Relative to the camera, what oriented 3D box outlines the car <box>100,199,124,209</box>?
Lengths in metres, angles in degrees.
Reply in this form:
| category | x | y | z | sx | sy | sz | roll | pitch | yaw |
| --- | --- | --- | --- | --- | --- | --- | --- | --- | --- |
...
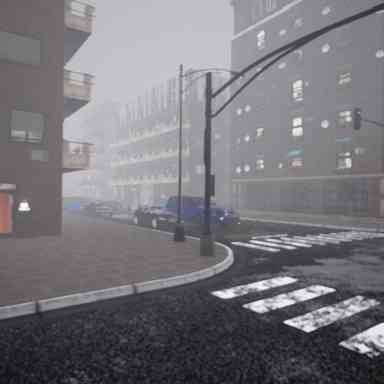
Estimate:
| category | x | y | z | sx | sy | sz | roll | pitch | yaw |
| --- | --- | --- | --- | --- | --- | --- | --- | --- | --- |
| car | -11.820 | 1.700 | 49.137 | 1.887 | 1.381 | 4.507 | 1 | -1 | -35 |

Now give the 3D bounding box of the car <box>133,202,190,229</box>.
| category | x | y | z | sx | sy | sz | roll | pitch | yaw |
| --- | --- | --- | --- | --- | --- | --- | --- | --- | --- |
| car | -2.370 | 1.549 | 21.656 | 2.008 | 1.369 | 4.403 | 1 | -1 | -35 |

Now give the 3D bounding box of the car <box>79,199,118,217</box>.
| category | x | y | z | sx | sy | sz | roll | pitch | yaw |
| --- | --- | --- | --- | --- | --- | --- | --- | --- | --- |
| car | -8.742 | 1.601 | 30.854 | 1.802 | 1.307 | 4.206 | 1 | -1 | -35 |

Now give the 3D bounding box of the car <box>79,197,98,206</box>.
| category | x | y | z | sx | sy | sz | roll | pitch | yaw |
| --- | --- | --- | --- | --- | --- | --- | --- | --- | --- |
| car | -18.189 | 1.613 | 58.336 | 1.967 | 1.590 | 4.097 | 1 | -1 | -35 |

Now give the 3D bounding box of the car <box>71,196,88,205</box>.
| category | x | y | z | sx | sy | sz | roll | pitch | yaw |
| --- | --- | --- | --- | --- | --- | --- | --- | --- | --- |
| car | -21.375 | 1.622 | 62.934 | 1.967 | 1.590 | 4.097 | 1 | -1 | -35 |

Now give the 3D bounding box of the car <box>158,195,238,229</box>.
| category | x | y | z | sx | sy | sz | roll | pitch | yaw |
| --- | --- | --- | --- | --- | --- | --- | --- | --- | --- |
| car | 0.215 | 1.252 | 22.261 | 2.150 | 2.045 | 5.566 | 1 | -1 | -35 |

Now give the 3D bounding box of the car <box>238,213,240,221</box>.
| category | x | y | z | sx | sy | sz | roll | pitch | yaw |
| --- | --- | --- | --- | --- | --- | --- | --- | --- | --- |
| car | 1.669 | 1.639 | 25.114 | 1.994 | 1.385 | 4.181 | 1 | -1 | -34 |

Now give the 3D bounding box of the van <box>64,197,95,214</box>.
| category | x | y | z | sx | sy | sz | roll | pitch | yaw |
| --- | --- | --- | --- | --- | --- | --- | --- | --- | --- |
| van | -11.925 | 1.370 | 35.454 | 1.690 | 1.788 | 3.998 | 1 | -1 | -35 |

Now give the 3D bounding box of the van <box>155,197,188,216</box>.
| category | x | y | z | sx | sy | sz | roll | pitch | yaw |
| --- | --- | --- | --- | --- | --- | --- | --- | --- | --- |
| van | -2.262 | 1.467 | 35.342 | 1.690 | 1.788 | 3.998 | 1 | -1 | -35 |

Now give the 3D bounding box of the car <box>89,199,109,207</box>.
| category | x | y | z | sx | sy | sz | roll | pitch | yaw |
| --- | --- | --- | --- | --- | --- | --- | --- | --- | --- |
| car | -15.005 | 1.746 | 53.736 | 1.802 | 1.307 | 4.206 | 1 | -1 | -35 |

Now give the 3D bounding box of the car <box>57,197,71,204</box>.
| category | x | y | z | sx | sy | sz | roll | pitch | yaw |
| --- | --- | --- | --- | --- | --- | --- | --- | --- | --- |
| car | -27.747 | 1.743 | 72.132 | 1.887 | 1.381 | 4.507 | 1 | -1 | -35 |

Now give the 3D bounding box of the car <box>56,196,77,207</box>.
| category | x | y | z | sx | sy | sz | roll | pitch | yaw |
| --- | --- | --- | --- | --- | --- | --- | --- | --- | --- |
| car | -18.883 | 1.421 | 50.007 | 1.812 | 1.442 | 4.674 | 1 | -1 | -35 |

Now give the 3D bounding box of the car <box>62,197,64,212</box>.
| category | x | y | z | sx | sy | sz | roll | pitch | yaw |
| --- | --- | --- | --- | --- | --- | --- | --- | --- | --- |
| car | -15.112 | 1.590 | 40.052 | 2.008 | 1.369 | 4.403 | 1 | -1 | -35 |

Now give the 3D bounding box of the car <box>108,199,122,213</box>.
| category | x | y | z | sx | sy | sz | roll | pitch | yaw |
| --- | --- | --- | --- | --- | --- | --- | --- | --- | --- |
| car | -9.517 | 1.662 | 36.312 | 1.895 | 1.301 | 4.718 | 1 | -1 | -35 |

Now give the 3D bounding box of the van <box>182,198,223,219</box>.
| category | x | y | z | sx | sy | sz | roll | pitch | yaw |
| --- | --- | --- | --- | --- | --- | --- | --- | --- | --- |
| van | 0.924 | 1.456 | 30.743 | 1.690 | 1.788 | 3.998 | 1 | -1 | -35 |
